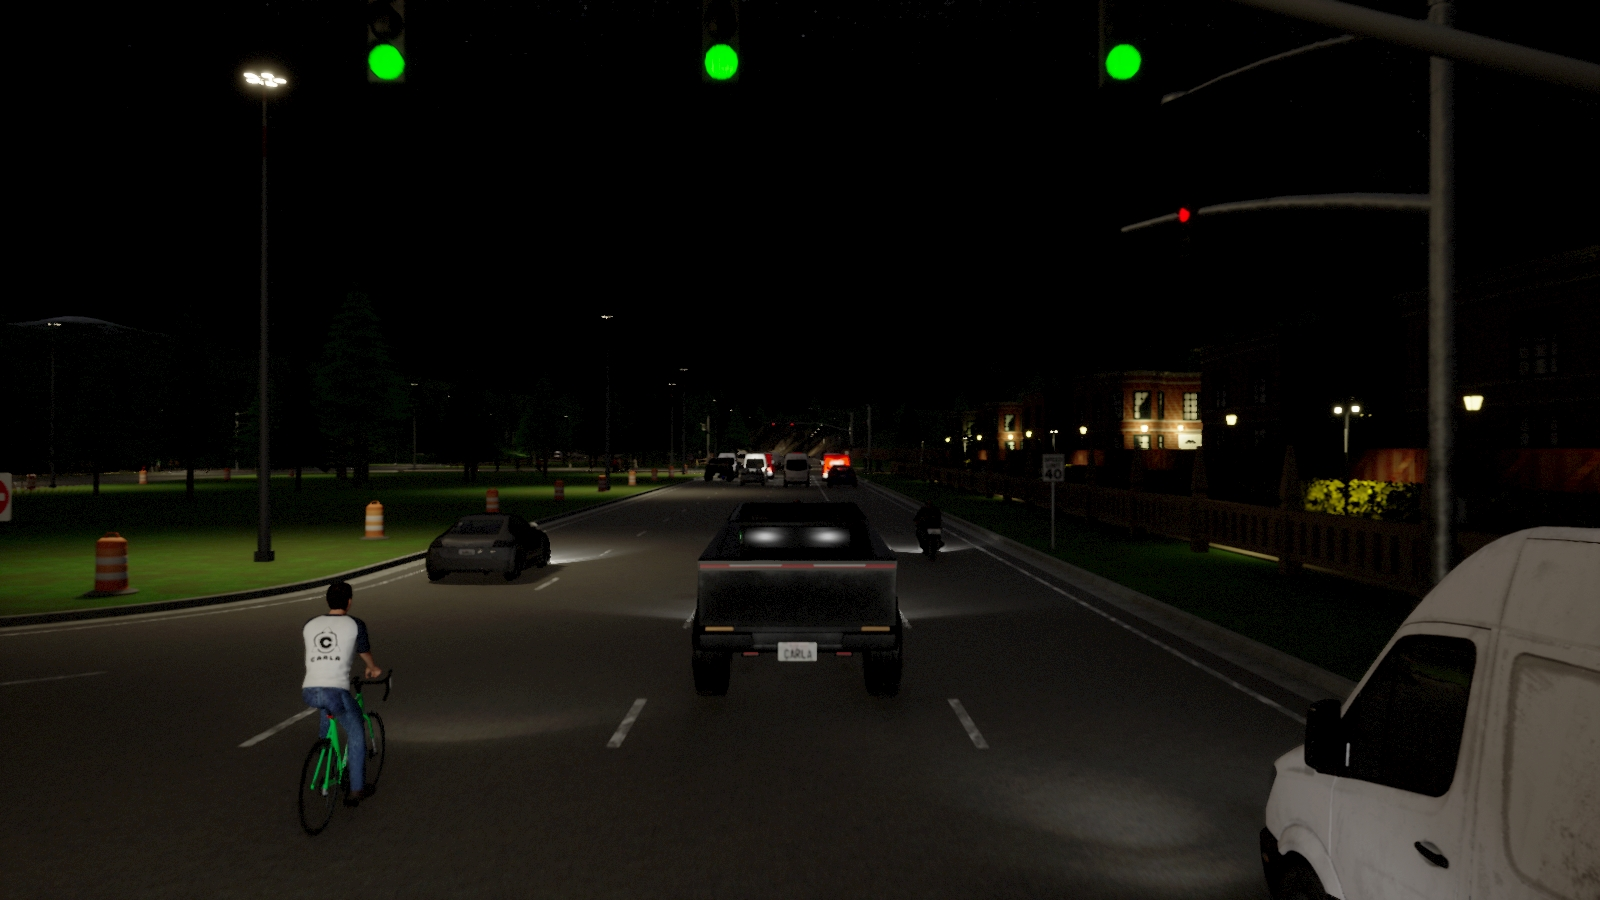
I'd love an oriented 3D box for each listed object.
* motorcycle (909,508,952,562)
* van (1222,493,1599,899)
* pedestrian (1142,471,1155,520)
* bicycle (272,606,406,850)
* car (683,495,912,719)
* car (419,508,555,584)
[{"bbox_3d":[3.421,2.219,30.194,0.867,1.251,2.209,0,0,0],"label":"motorcycle"},{"bbox_3d":[3.488,1.537,3.782,1.988,2.561,5.915,0,0,0],"label":"van"},{"bbox_3d":[13.210,1.721,43.295,0.375,1.860,0.375,0,0,-3],"label":"pedestrian"},{"bbox_3d":[-3.516,2.061,8.838,0.373,1.496,1.643,0,0,0],"label":"bicycle"},{"bbox_3d":[-0.035,1.761,15.061,2.390,2.098,6.274,0,0,0],"label":"car"},{"bbox_3d":[-7.068,2.131,26.239,1.994,1.385,4.181,0,0,0],"label":"car"}]
